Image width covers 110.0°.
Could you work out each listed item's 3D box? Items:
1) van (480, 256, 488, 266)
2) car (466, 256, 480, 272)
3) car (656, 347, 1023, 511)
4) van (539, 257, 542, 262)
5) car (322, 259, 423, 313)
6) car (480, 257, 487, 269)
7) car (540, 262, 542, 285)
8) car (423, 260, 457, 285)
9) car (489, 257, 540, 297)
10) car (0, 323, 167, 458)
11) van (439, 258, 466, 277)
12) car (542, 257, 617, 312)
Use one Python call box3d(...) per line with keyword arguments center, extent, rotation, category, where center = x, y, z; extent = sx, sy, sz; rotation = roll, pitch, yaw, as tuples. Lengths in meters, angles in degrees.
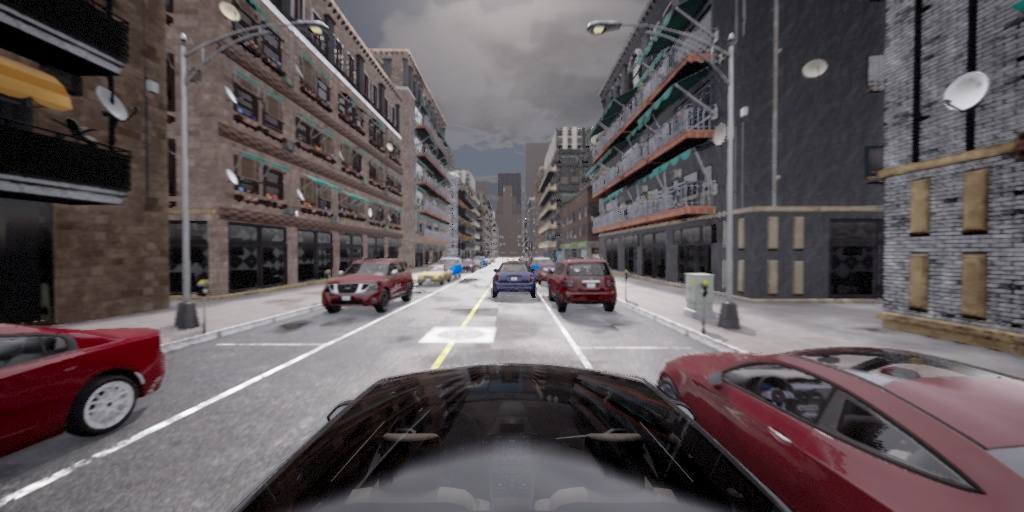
box3d(center=(-5.306, 0.948, 59.229), extent=(1.690, 1.789, 3.998), rotation=(0, 0, 0), category="van")
box3d(center=(-5.309, 1.089, 42.275), extent=(1.967, 1.591, 4.097), rotation=(0, 0, 0), category="car")
box3d(center=(2.564, 1.330, 2.624), extent=(1.802, 1.307, 4.207), rotation=(0, 0, 0), category="car")
box3d(center=(2.569, 1.018, 30.946), extent=(1.690, 1.789, 3.998), rotation=(0, 0, 0), category="van")
box3d(center=(-5.315, 1.034, 14.018), extent=(2.192, 1.841, 5.009), rotation=(0, 0, 0), category="car")
box3d(center=(-5.307, 1.171, 53.578), extent=(2.007, 1.370, 4.403), rotation=(0, 0, 0), category="car")
box3d(center=(2.568, 1.273, 25.281), extent=(1.802, 1.307, 4.207), rotation=(0, 0, 0), category="car")
box3d(center=(-5.313, 1.217, 25.151), extent=(1.751, 1.417, 4.829), rotation=(0, 0, 0), category="car")
box3d(center=(0.103, 1.060, 18.675), extent=(2.097, 1.767, 4.553), rotation=(0, 0, 0), category="car")
box3d(center=(-5.317, 1.293, 2.716), extent=(1.888, 1.381, 4.507), rotation=(0, 0, 0), category="car")
box3d(center=(-5.311, 1.018, 30.973), extent=(1.690, 1.789, 3.998), rotation=(0, 0, 0), category="van")
box3d(center=(2.566, 1.034, 13.953), extent=(2.192, 1.841, 5.009), rotation=(0, 0, 0), category="car")
